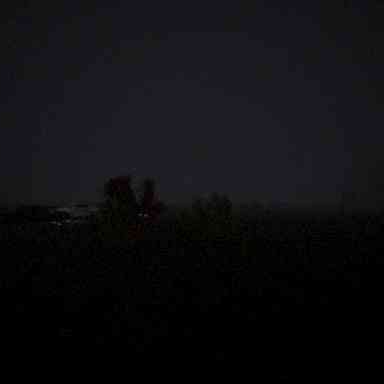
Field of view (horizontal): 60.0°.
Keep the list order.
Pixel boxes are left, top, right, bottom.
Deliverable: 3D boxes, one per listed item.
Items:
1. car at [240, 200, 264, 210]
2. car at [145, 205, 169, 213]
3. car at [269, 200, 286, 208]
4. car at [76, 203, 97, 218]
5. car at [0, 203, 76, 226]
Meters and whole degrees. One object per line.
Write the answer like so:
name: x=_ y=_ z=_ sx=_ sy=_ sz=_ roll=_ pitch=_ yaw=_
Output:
car: x=9.477 y=2.022 z=52.614 sx=2.033 sy=1.411 sz=5.357 roll=-1 pitch=-1 yaw=37
car: x=-4.613 y=1.882 z=39.230 sx=1.994 sy=1.385 sz=4.181 roll=-1 pitch=-1 yaw=36
car: x=15.707 y=2.157 z=61.278 sx=1.994 sy=1.385 sz=4.181 roll=-1 pitch=-1 yaw=36
car: x=-10.838 y=1.727 z=30.596 sx=1.812 sy=1.442 sz=4.674 roll=-1 pitch=-1 yaw=36
car: x=-11.540 y=1.637 z=23.959 sx=2.033 sy=1.411 sz=5.357 roll=-1 pitch=-1 yaw=38
